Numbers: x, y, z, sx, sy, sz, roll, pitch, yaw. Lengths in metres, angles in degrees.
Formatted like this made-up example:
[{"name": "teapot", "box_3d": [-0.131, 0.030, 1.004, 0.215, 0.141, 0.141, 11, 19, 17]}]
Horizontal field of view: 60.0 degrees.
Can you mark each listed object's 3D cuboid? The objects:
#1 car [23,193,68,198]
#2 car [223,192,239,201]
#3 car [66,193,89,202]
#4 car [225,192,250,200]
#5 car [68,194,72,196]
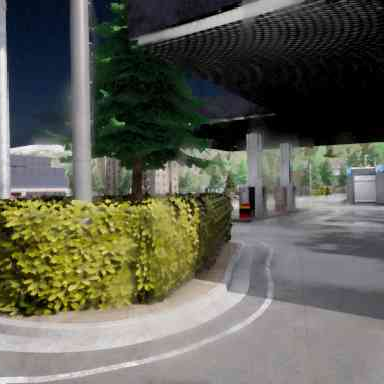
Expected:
[{"name": "car", "box_3d": [-14.795, 1.183, 33.599, 3.866, 1.878, 1.905, -1, 1, 35]}, {"name": "car", "box_3d": [7.405, 0.851, 63.928, 5.027, 1.636, 2.152, -1, 1, 35]}, {"name": "car", "box_3d": [-22.926, 1.103, 66.494, 4.605, 1.855, 1.932, -1, 1, 35]}, {"name": "car", "box_3d": [9.177, 0.812, 66.517, 4.514, 1.523, 2.007, -1, 1, 35]}, {"name": "car", "box_3d": [-24.271, 1.124, 63.885, 3.866, 1.878, 1.905, -1, 1, 35]}]
